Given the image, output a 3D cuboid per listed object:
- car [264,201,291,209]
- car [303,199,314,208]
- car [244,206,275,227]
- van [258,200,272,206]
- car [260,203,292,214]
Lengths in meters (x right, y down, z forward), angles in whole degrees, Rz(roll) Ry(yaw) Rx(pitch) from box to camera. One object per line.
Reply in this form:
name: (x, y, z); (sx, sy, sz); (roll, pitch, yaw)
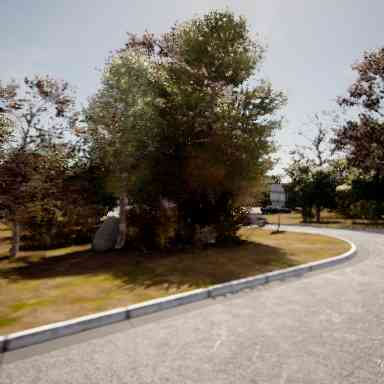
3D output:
car: (17.956, 2.742, 69.780); (1.946, 1.575, 5.366); (1, -1, -39)
car: (26.539, 3.031, 76.925); (2.231, 1.521, 4.892); (2, -2, -39)
car: (3.876, 1.966, 25.747); (1.994, 1.385, 4.181); (3, -3, -38)
van: (15.590, 2.468, 68.271); (1.878, 1.987, 4.442); (1, -1, -39)
car: (13.075, 2.804, 51.325); (1.895, 1.301, 4.718); (4, -3, -38)
